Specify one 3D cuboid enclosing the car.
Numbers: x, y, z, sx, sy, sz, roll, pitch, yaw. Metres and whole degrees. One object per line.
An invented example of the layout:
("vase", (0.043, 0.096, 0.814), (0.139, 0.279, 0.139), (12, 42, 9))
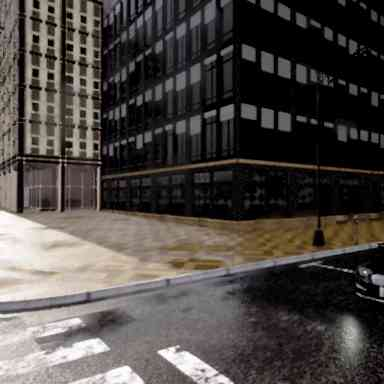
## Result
("car", (5.495, 1.552, 7.285), (4.902, 1.511, 2.128), (0, -1, -35))
